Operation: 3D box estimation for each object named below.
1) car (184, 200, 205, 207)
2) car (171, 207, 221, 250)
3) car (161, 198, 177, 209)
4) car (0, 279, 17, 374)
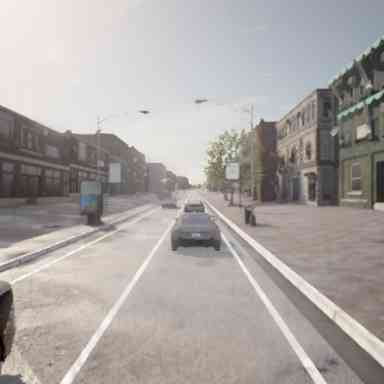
[{"bbox_3d":[0.234,1.463,31.213,2.128,1.511,4.902,0,0,0],"label":"car"},{"bbox_3d":[0.160,1.564,14.325,1.994,1.385,4.181,0,0,0],"label":"car"},{"bbox_3d":[-2.902,1.442,43.721,2.033,1.411,5.357,0,0,0],"label":"car"},{"bbox_3d":[-3.093,1.478,2.025,1.882,1.535,5.008,0,0,0],"label":"car"}]
